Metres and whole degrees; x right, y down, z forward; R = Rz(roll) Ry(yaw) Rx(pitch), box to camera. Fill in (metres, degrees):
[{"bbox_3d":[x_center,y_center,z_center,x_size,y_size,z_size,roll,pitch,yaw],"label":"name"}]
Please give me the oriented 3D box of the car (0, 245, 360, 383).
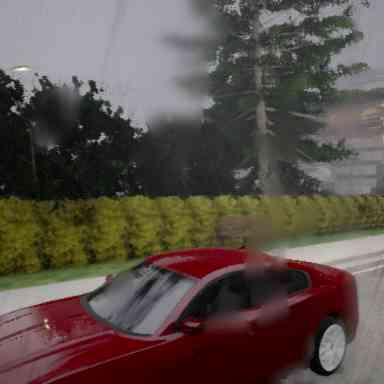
[{"bbox_3d":[0.021,1.483,4.007,5.008,1.535,1.882,0,0,-35],"label":"car"}]
